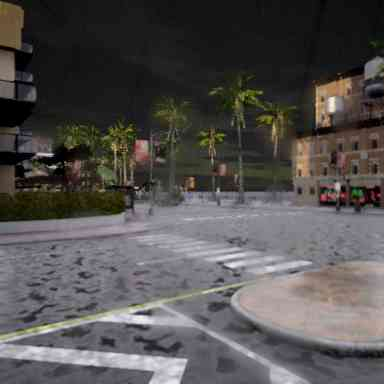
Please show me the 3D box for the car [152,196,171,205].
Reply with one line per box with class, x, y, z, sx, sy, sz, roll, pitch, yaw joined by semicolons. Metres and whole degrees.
car;-5.465;1.498;58.095;1.837;1.490;4.892;0;0;-35
